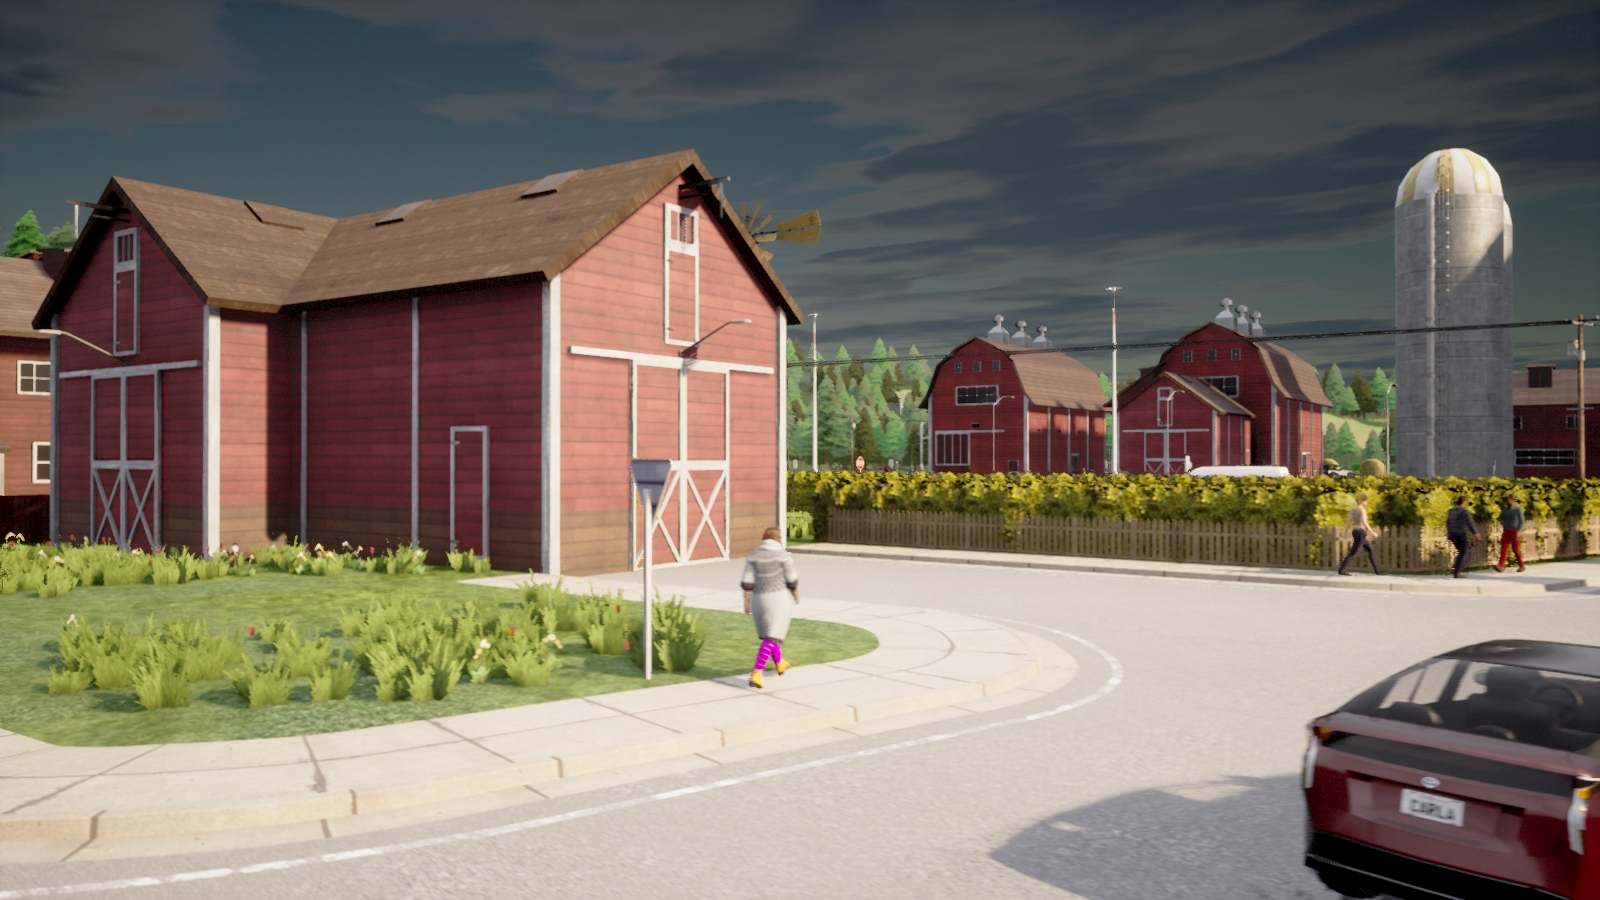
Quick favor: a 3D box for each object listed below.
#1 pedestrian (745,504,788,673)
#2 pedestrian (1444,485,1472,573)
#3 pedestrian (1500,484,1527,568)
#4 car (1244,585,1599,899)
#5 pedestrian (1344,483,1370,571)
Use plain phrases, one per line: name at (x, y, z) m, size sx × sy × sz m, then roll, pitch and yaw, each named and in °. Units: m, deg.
pedestrian at (-0.375, 1.559, 13.009) m, size 0.375 × 1.860 × 0.375 m, roll 0°, pitch 0°, yaw 21°
pedestrian at (14.136, 1.696, 24.549) m, size 0.375 × 1.860 × 0.375 m, roll 0°, pitch 0°, yaw -16°
pedestrian at (16.210, 1.719, 25.963) m, size 0.375 × 1.860 × 0.375 m, roll 0°, pitch 0°, yaw -24°
car at (5.042, 1.869, 7.393) m, size 4.514 × 1.525 × 2.007 m, roll 1°, pitch -1°, yaw -38°
pedestrian at (11.951, 1.636, 24.505) m, size 0.375 × 1.860 × 0.375 m, roll 0°, pitch 0°, yaw 1°
